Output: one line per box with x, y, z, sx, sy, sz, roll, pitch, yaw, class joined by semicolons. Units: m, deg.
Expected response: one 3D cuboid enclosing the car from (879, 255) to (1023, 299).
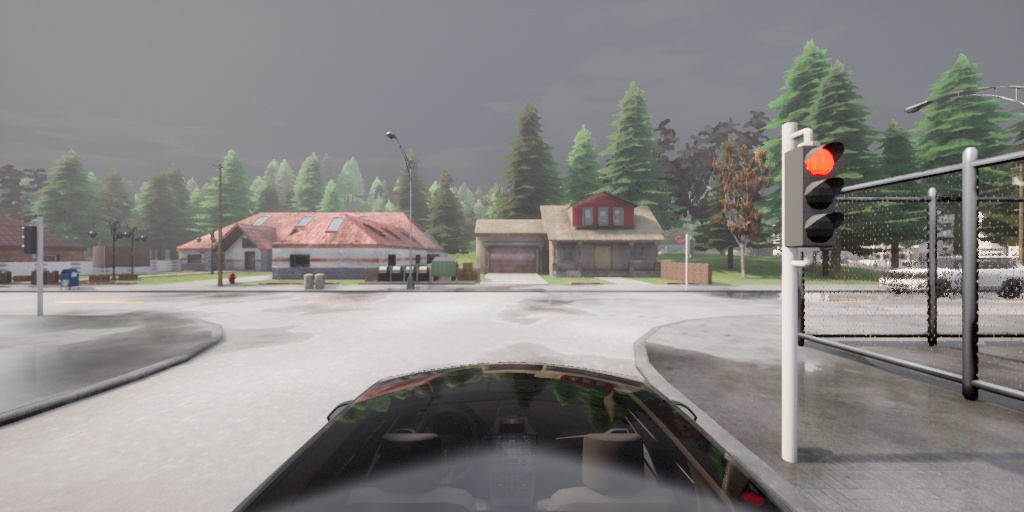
21.630;0.966;17.667;5.566;2.045;2.150;0;0;0;car
